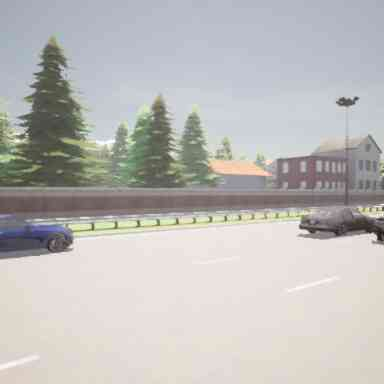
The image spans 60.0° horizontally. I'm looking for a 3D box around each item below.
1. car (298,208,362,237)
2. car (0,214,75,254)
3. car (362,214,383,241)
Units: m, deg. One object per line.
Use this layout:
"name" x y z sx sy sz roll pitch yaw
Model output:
"car" 8.077 1.561 18.120 5.357 1.411 2.033 0 0 -36
"car" -6.652 1.528 11.901 4.674 1.442 1.812 0 0 -36
"car" 10.313 1.505 15.414 4.902 1.511 2.128 0 0 -36
